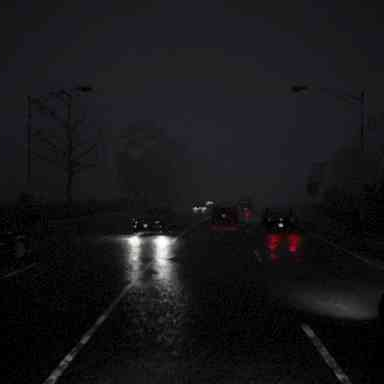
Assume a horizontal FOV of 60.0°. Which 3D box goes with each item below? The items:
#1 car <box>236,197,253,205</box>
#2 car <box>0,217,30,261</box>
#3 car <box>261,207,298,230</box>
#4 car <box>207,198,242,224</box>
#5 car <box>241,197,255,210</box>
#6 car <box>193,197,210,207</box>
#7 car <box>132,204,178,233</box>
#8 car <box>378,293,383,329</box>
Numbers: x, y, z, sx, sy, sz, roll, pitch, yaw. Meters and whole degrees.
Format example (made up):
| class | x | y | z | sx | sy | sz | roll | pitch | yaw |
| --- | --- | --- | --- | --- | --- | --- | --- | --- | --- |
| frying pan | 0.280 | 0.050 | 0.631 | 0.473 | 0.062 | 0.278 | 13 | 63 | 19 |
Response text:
| class | x | y | z | sx | sy | sz | roll | pitch | yaw |
| --- | --- | --- | --- | --- | --- | --- | --- | --- | --- |
| car | 9.480 | 1.603 | 59.776 | 1.895 | 1.301 | 4.718 | 0 | 0 | 25 |
| car | -6.621 | 1.487 | 9.532 | 1.837 | 1.490 | 4.892 | 0 | 0 | 4 |
| car | 5.451 | 1.609 | 21.313 | 1.895 | 1.301 | 4.718 | 0 | 0 | 9 |
| car | 2.602 | 1.476 | 25.205 | 1.882 | 1.535 | 5.008 | 0 | 0 | 10 |
| car | 6.839 | 1.496 | 42.343 | 2.128 | 1.511 | 4.902 | 0 | 0 | 17 |
| car | 1.774 | 1.526 | 50.016 | 2.033 | 1.411 | 5.357 | 0 | 0 | 20 |
| car | -2.059 | 1.492 | 19.565 | 1.837 | 1.490 | 4.892 | 0 | 0 | 8 |
| car | 3.759 | 1.532 | 3.233 | 1.812 | 1.442 | 4.674 | 0 | 0 | 2 |
